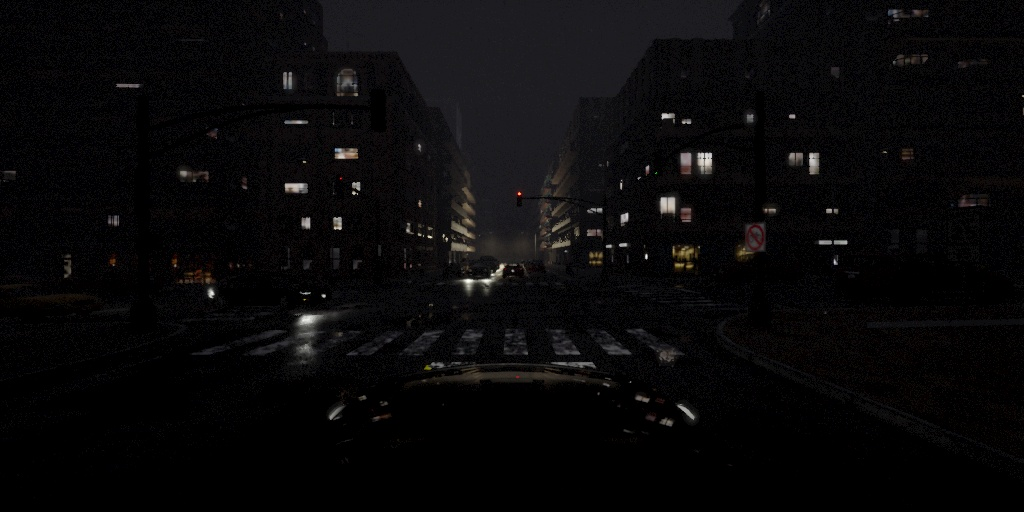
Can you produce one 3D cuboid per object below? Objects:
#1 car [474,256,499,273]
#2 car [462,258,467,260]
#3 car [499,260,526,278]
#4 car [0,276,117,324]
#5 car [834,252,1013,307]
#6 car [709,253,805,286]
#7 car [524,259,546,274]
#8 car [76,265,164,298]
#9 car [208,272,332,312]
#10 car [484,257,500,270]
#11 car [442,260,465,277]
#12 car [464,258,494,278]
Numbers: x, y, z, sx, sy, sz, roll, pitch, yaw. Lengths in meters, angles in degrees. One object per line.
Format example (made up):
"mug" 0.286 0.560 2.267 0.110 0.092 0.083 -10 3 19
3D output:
"car" -3.024 0.981 44.101 2.150 2.045 5.566 0 0 0
"car" -5.621 1.283 40.646 1.751 1.417 4.829 0 0 0
"car" 0.111 1.320 34.702 1.994 1.385 4.181 0 0 1
"car" -17.611 1.585 12.829 4.829 1.417 1.751 0 0 0
"car" 14.730 0.775 13.054 5.009 1.841 2.192 0 0 0
"car" 14.610 0.759 21.433 5.009 1.841 2.192 0 0 0
"car" 2.759 1.198 40.803 1.967 1.591 4.097 0 0 0
"car" -23.565 1.462 21.136 5.009 1.841 2.192 0 0 0
"car" -9.958 1.417 14.853 4.892 1.490 1.837 -1 -1 10
"car" -2.991 1.116 54.433 2.097 1.767 4.553 0 0 0
"car" -5.631 1.322 35.134 1.948 1.339 4.313 0 0 0
"car" -3.044 1.233 34.119 1.882 1.535 5.008 0 0 0
